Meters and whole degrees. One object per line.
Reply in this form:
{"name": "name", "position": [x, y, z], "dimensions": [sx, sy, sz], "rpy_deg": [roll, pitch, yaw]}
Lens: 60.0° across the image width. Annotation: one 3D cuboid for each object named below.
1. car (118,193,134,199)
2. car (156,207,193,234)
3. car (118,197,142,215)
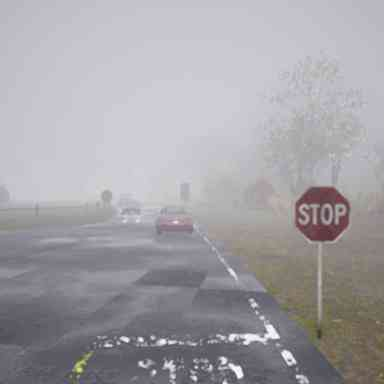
{"name": "car", "position": [-10.218, 1.128, 51.096], "dimensions": [2.150, 2.045, 5.566], "rpy_deg": [0, 0, -16]}
{"name": "car", "position": [-1.069, 1.529, 19.191], "dimensions": [1.994, 1.385, 4.181], "rpy_deg": [0, 0, -6]}
{"name": "car", "position": [-6.134, 1.487, 33.583], "dimensions": [2.033, 1.411, 5.357], "rpy_deg": [0, 0, -11]}
